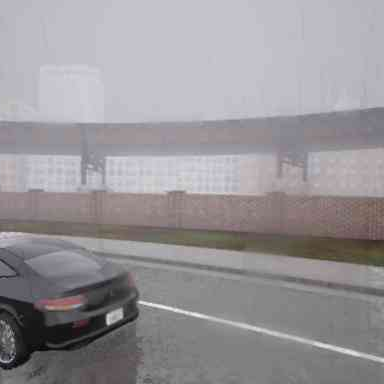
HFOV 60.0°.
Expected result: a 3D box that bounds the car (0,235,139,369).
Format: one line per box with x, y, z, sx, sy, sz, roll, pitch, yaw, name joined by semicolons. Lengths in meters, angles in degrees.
-3.019;1.474;5.554;4.674;1.442;1.812;0;1;30;car
